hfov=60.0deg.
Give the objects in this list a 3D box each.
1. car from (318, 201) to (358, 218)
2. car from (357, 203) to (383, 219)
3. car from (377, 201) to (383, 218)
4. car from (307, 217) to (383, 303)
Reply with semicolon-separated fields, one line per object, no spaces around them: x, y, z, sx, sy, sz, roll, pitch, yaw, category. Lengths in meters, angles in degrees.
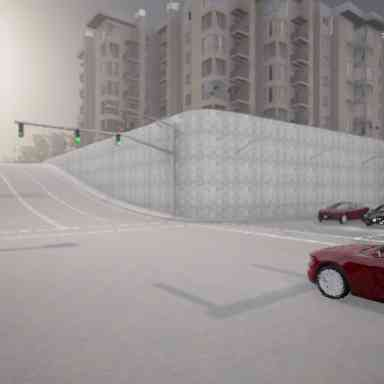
11.509;1.490;25.115;5.008;1.535;1.882;0;0;-36;car
13.364;1.517;22.151;4.892;1.490;1.837;0;0;-35;car
19.101;1.542;30.554;4.674;1.442;1.812;0;0;-35;car
4.586;1.481;6.167;1.882;1.535;5.008;0;0;-36;car
